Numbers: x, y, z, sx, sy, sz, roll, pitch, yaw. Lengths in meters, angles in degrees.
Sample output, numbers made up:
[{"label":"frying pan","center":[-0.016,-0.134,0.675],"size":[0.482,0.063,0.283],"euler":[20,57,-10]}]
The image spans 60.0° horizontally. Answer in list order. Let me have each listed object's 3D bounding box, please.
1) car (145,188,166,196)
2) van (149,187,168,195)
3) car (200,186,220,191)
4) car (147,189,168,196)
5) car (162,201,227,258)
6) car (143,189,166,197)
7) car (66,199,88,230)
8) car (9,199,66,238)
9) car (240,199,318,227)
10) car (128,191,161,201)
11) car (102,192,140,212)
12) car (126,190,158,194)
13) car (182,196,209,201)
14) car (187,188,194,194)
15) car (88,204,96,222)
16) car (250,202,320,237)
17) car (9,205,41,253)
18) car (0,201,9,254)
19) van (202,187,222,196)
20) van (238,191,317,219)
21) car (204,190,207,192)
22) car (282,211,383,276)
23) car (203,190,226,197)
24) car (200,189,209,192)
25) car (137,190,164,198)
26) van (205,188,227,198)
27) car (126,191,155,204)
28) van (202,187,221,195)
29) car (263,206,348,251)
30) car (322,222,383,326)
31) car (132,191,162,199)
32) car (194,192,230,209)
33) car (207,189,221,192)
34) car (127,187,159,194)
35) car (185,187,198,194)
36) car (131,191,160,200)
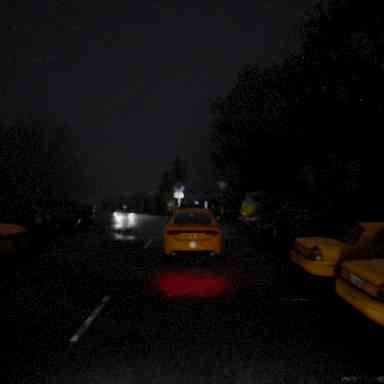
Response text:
[{"label":"car","center":[-8.312,0.005,76.817],"size":[4.553,1.767,2.185],"euler":[0,1,0]},{"label":"van","center":[-8.230,-0.227,82.363],"size":[4.442,1.987,1.878],"euler":[0,1,0]},{"label":"car","center":[4.775,0.285,62.923],"size":[5.566,2.045,2.435],"euler":[0,2,0]},{"label":"car","center":[-8.316,0.093,79.593],"size":[4.792,1.488,2.163],"euler":[0,1,0]},{"label":"car","center":[0.038,1.312,12.040],"size":[1.882,1.535,5.008],"euler":[0,1,0]},{"label":"car","center":[-8.347,0.202,74.042],"size":[4.892,1.521,2.231],"euler":[0,2,0]},{"label":"car","center":[-8.009,1.240,16.478],"size":[4.792,1.488,2.163],"euler":[0,1,0]},{"label":"car","center":[-8.008,1.152,13.689],"size":[4.553,1.767,2.185],"euler":[0,1,0]},{"label":"car","center":[5.044,1.246,16.670],"size":[4.674,1.452,2.002],"euler":[0,1,0]},{"label":"car","center":[-8.144,0.709,57.404],"size":[5.366,1.575,1.946],"euler":[0,2,0]},{"label":"car","center":[-6.783,1.016,30.095],"size":[2.128,1.511,4.902],"euler":[2,-1,-29]},{"label":"car","center":[-8.320,0.888,51.854],"size":[5.008,1.535,2.097],"euler":[0,2,0]},{"label":"car","center":[-0.018,1.173,23.743],"size":[1.895,1.301,4.718],"euler":[0,1,0]},{"label":"car","center":[-0.311,-0.273,87.770],"size":[1.837,1.490,4.892],"euler":[0,1,0]},{"label":"car","center":[-8.067,1.172,19.261],"size":[4.792,1.488,2.163],"euler":[0,1,0]},{"label":"car","center":[5.044,1.314,13.886],"size":[4.674,1.452,2.002],"euler":[0,1,0]},{"label":"car","center":[-8.044,1.338,10.913],"size":[5.008,1.535,2.097],"euler":[0,1,0]},{"label":"car","center":[-8.011,1.138,8.116],"size":[5.566,2.045,2.435],"euler":[0,1,0]},{"label":"van","center":[4.628,-0.093,76.745],"size":[4.442,1.987,1.878],"euler":[0,1,0]},{"label":"van","center":[4.915,0.916,19.337],"size":[4.442,1.987,1.878],"euler":[-1,1,0]},{"label":"car","center":[4.750,0.841,54.627],"size":[4.674,1.452,2.002],"euler":[0,2,0]},{"label":"car","center":[5.226,1.385,8.182],"size":[5.366,1.575,1.946],"euler":[0,1,0]},{"label":"car","center":[4.769,0.305,71.362],"size":[4.792,1.488,2.163],"euler":[0,2,0]},{"label":"car","center":[4.565,0.709,57.394],"size":[5.366,1.575,1.946],"euler":[0,2,0]},{"label":"car","center":[-8.523,0.353,68.623],"size":[5.366,1.575,1.946],"euler":[0,2,0]},{"label":"van","center":[4.859,0.132,68.585],"size":[4.442,1.987,1.878],"euler":[0,2,0]},{"label":"car","center":[-8.353,1.007,49.080],"size":[4.792,1.488,2.163],"euler":[0,2,0]},{"label":"van","center":[4.849,-0.225,82.300],"size":[4.442,1.987,1.878],"euler":[0,1,0]},{"label":"car","center":[5.069,1.367,10.974],"size":[4.792,1.488,2.163],"euler":[0,1,0]},{"label":"car","center":[5.226,1.427,5.387],"size":[5.366,1.575,1.946],"euler":[0,1,0]},{"label":"car","center":[-8.519,0.531,62.953],"size":[5.366,1.575,1.946],"euler":[0,2,0]},{"label":"car","center":[2.336,1.113,36.594],"size":[1.882,1.535,5.008],"euler":[2,-1,-25]},{"label":"car","center":[4.788,0.848,49.209],"size":[4.553,1.767,2.185],"euler":[0,2,0]},{"label":"car","center":[-8.299,0.549,54.621],"size":[5.566,2.045,2.435],"euler":[0,2,0]},{"label":"car","center":[-0.300,-0.195,72.342],"size":[2.150,2.045,5.566],"euler":[0,2,0]},{"label":"car","center":[-8.325,0.624,60.179],"size":[4.892,1.521,2.231],"euler":[0,2,0]}]
